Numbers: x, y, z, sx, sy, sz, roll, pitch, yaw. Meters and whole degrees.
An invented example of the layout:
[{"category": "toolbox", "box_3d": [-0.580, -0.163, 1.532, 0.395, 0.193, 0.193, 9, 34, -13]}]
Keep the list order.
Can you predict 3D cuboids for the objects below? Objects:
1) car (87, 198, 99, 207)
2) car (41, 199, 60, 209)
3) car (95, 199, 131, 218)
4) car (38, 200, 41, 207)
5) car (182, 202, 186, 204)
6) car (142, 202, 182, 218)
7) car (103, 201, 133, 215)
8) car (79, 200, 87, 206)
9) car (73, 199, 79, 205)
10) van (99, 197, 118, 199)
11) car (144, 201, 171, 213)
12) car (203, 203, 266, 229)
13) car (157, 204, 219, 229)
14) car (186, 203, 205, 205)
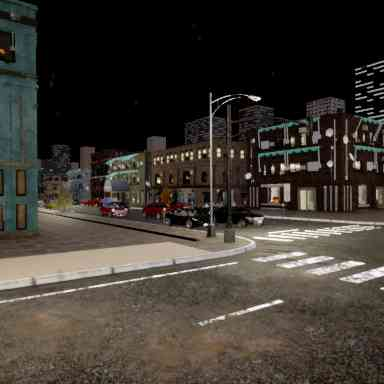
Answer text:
[{"category": "car", "box_3d": [-17.450, 1.940, 62.615, 2.192, 1.841, 5.009, -1, 0, -35]}, {"category": "car", "box_3d": [-24.183, 2.233, 57.631, 1.752, 1.417, 4.829, -1, 0, -35]}, {"category": "car", "box_3d": [-8.285, 1.846, 35.187, 1.967, 1.590, 4.097, -1, 0, -35]}, {"category": "car", "box_3d": [-30.681, 2.376, 66.803, 2.008, 1.369, 4.403, -1, 0, -35]}, {"category": "car", "box_3d": [-1.445, 1.904, 40.034, 1.802, 1.307, 4.206, -2, 0, -35]}, {"category": "car", "box_3d": [-3.300, 1.850, 32.670, 1.812, 1.442, 4.674, -1, 0, -35]}, {"category": "car", "box_3d": [-9.201, 1.944, 40.992, 1.837, 1.490, 4.892, -1, 0, -35]}, {"category": "car", "box_3d": [-20.644, 2.228, 67.132, 1.887, 1.381, 4.507, -1, 0, -35]}, {"category": "car", "box_3d": [-27.044, 2.364, 76.166, 1.947, 1.339, 4.313, -1, 0, -35]}, {"category": "van", "box_3d": [-14.250, 1.907, 58.099, 1.690, 1.788, 3.998, -1, 0, -35]}, {"category": "car", "box_3d": [-4.644, 1.966, 44.549, 1.802, 1.307, 4.206, -1, 0, -35]}, {"category": "car", "box_3d": [3.091, 1.722, 23.713, 1.812, 1.442, 4.674, -1, 0, -36]}, {"category": "car", "box_3d": [-0.360, 1.815, 23.794, 1.947, 1.339, 4.313, -1, 0, -35]}, {"category": "car", "box_3d": [1.754, 1.810, 35.517, 2.008, 1.369, 4.403, -2, 0, -35]}]
